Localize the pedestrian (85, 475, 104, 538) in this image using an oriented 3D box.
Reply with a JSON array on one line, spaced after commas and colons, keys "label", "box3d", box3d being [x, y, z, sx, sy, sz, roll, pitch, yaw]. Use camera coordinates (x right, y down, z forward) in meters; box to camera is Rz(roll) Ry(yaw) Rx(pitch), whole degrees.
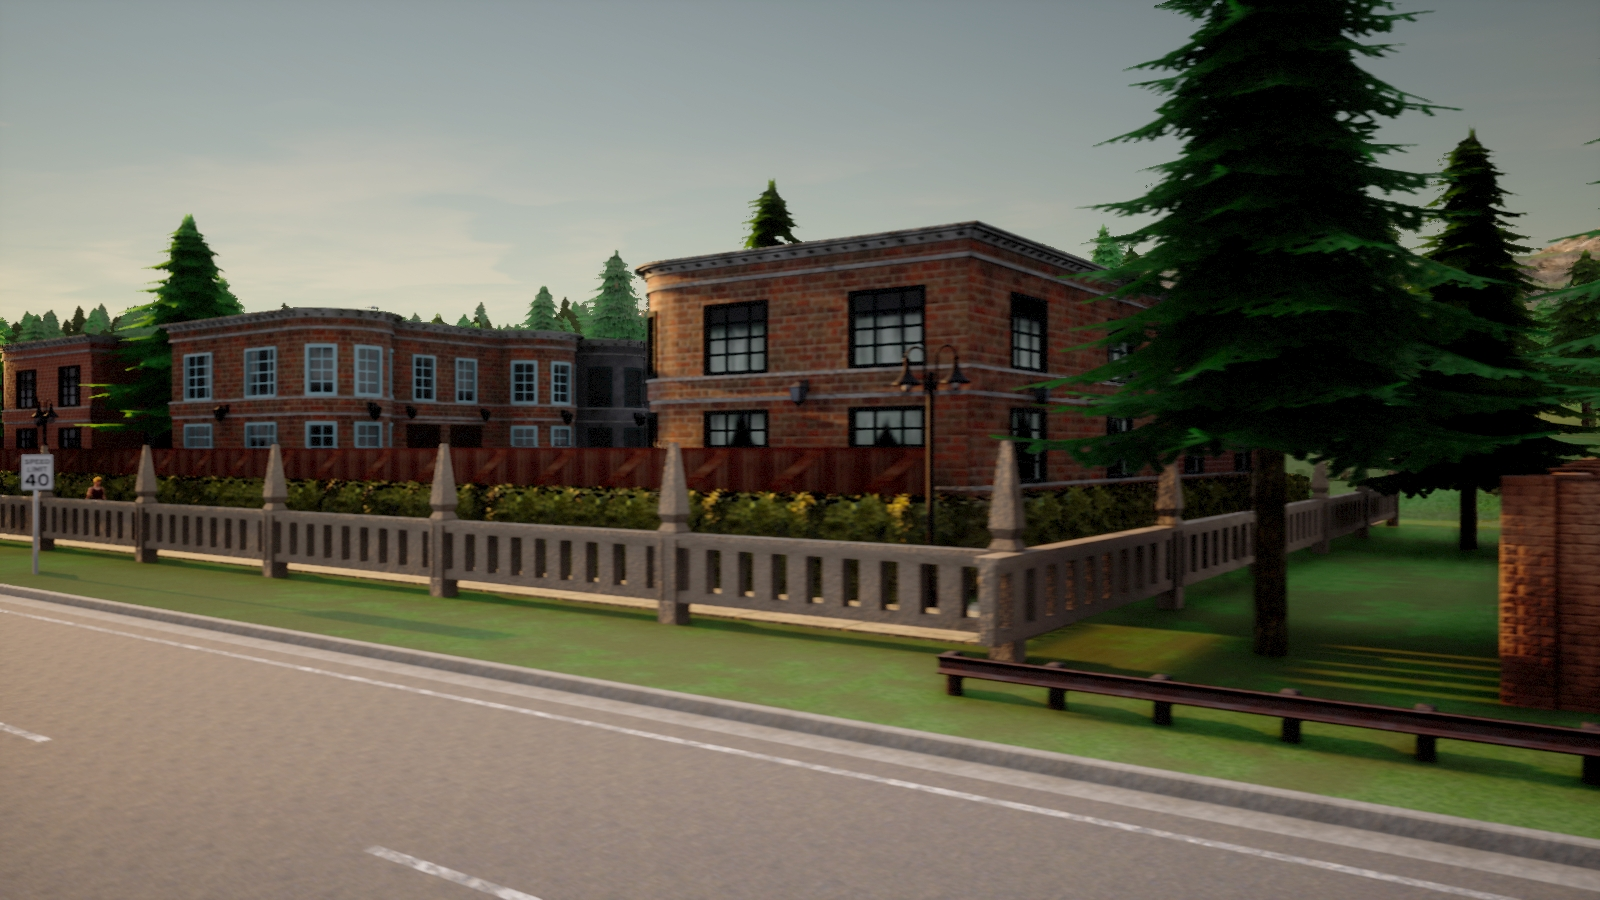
[{"label": "pedestrian", "box3d": [-21.280, 1.703, 34.448, 0.375, 1.860, 0.375, 0, 0, 35]}]
